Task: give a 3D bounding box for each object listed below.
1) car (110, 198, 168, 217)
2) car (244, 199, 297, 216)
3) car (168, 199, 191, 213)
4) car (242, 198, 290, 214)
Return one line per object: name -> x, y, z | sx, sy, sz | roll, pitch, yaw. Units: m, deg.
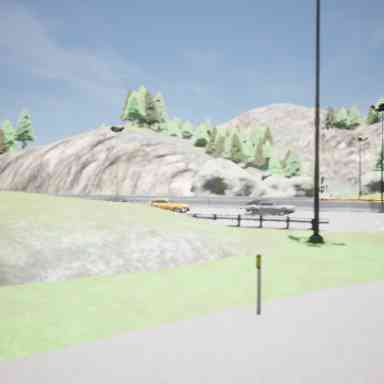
car -> -5.019, 1.360, 29.654 | 4.902, 1.511, 2.128 | 0, 0, 24
car -> 7.551, 1.537, 31.778 | 4.718, 1.301, 1.895 | 0, 0, 24
car -> -2.536, 1.350, 32.386 | 5.008, 1.535, 1.882 | 0, 0, 24
car -> 7.896, 1.450, 35.449 | 4.674, 1.442, 1.812 | 0, 0, 24
